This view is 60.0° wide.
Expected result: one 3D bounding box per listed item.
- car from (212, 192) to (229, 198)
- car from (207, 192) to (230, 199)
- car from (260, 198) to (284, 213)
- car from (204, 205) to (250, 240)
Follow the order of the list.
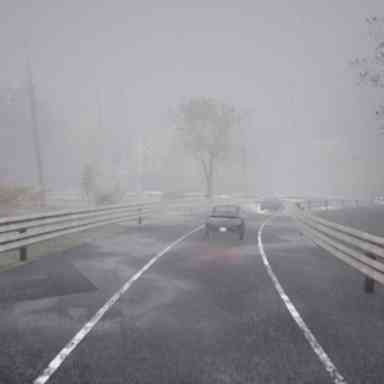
[{"bbox_3d":[4.613,0.951,66.997,5.357,1.411,2.033,1,1,-31],"label":"car"},{"bbox_3d":[6.147,0.808,76.087,5.008,1.535,1.882,1,1,-31],"label":"car"},{"bbox_3d":[9.170,1.471,37.701,2.128,1.511,4.902,2,0,27],"label":"car"},{"bbox_3d":[1.833,1.414,16.802,2.128,1.511,4.902,1,0,12],"label":"car"}]
